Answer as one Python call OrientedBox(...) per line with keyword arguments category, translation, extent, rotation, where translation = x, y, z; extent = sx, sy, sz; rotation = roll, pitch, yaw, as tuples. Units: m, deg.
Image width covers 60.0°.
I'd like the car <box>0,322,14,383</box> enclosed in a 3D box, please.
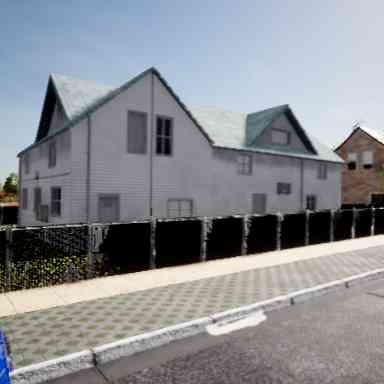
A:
OrientedBox(category="car", translation=(-3.420, 1.223, 0.632), extent=(5.566, 2.045, 2.150), rotation=(0, 0, -35))
